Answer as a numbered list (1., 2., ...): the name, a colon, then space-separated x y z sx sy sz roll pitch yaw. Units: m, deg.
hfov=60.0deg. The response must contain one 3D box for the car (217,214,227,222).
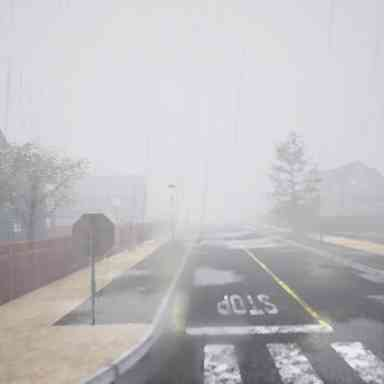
1. car: 7.385 6.265 80.801 2.150 2.045 5.566 -2 -4 2

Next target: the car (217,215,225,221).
1. car: 7.875 7.151 91.240 2.033 1.411 5.357 -2 -4 2
